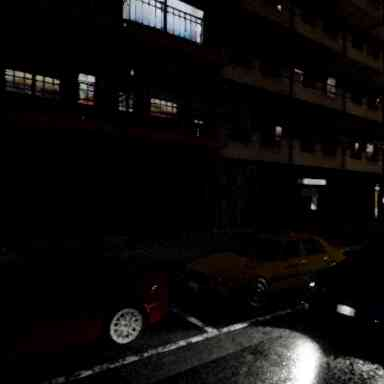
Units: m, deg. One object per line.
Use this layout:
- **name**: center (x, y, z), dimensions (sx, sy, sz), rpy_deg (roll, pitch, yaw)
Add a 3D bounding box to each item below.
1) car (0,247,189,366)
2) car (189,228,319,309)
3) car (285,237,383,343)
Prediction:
- **car**: center (-2.481, 1.549, 4.779), dimensions (4.507, 1.381, 1.887), rpy_deg (1, 0, -35)
- **car**: center (1.990, 1.577, 7.968), dimensions (4.829, 1.417, 1.752), rpy_deg (1, 0, -35)
- **car**: center (3.941, 1.621, 6.177), dimensions (4.181, 1.385, 1.994), rpy_deg (1, 0, -36)
